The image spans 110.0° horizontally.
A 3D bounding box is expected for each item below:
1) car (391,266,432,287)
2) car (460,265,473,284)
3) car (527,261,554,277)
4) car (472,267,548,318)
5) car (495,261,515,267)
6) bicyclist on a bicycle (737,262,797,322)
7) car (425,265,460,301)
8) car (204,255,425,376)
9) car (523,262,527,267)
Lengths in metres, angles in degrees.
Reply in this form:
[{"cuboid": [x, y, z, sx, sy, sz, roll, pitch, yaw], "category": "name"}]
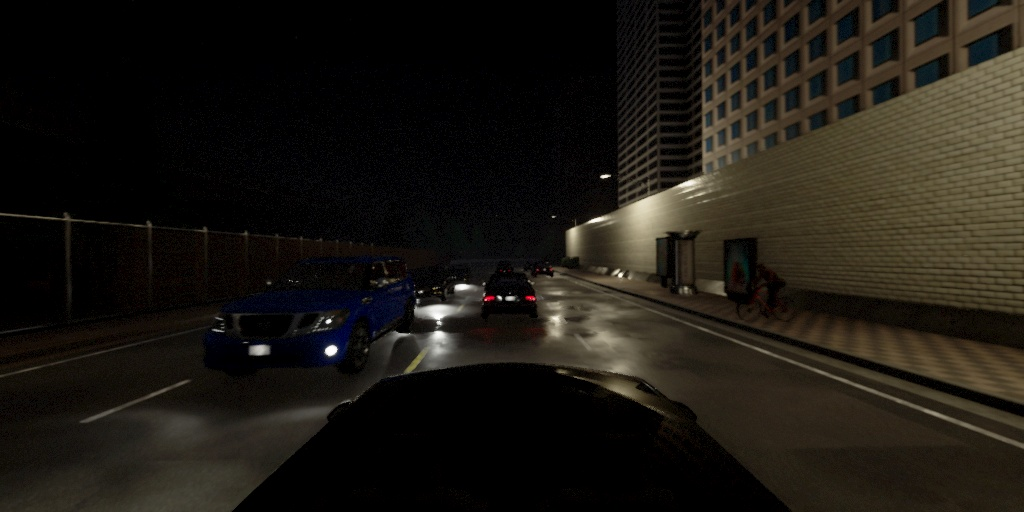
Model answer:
[{"cuboid": [-7.552, 1.472, 27.336, 1.895, 1.301, 4.718, 0, 0, -1], "category": "car"}, {"cuboid": [-4.141, 1.355, 27.734, 1.994, 1.385, 4.181, 0, 0, -1], "category": "car"}, {"cuboid": [2.885, 1.281, 34.650, 2.033, 1.411, 5.357, 0, 0, -1], "category": "car"}, {"cuboid": [-0.108, 1.302, 13.055, 2.033, 1.411, 5.357, 0, 0, -1], "category": "car"}, {"cuboid": [-0.733, 1.270, 38.331, 1.837, 1.490, 4.892, 0, 0, -1], "category": "car"}, {"cuboid": [6.883, 0.996, 9.695, 1.656, 1.620, 0.582, -1, 0, -1], "category": "bicyclist on a bicycle"}, {"cuboid": [-3.927, 1.292, 17.739, 1.837, 1.490, 4.892, 0, 0, -1], "category": "car"}, {"cuboid": [-3.707, 1.005, 7.933, 2.150, 2.045, 5.566, 0, 0, -1], "category": "car"}, {"cuboid": [2.581, 1.303, 47.611, 1.994, 1.385, 4.181, 0, 0, -1], "category": "car"}]
